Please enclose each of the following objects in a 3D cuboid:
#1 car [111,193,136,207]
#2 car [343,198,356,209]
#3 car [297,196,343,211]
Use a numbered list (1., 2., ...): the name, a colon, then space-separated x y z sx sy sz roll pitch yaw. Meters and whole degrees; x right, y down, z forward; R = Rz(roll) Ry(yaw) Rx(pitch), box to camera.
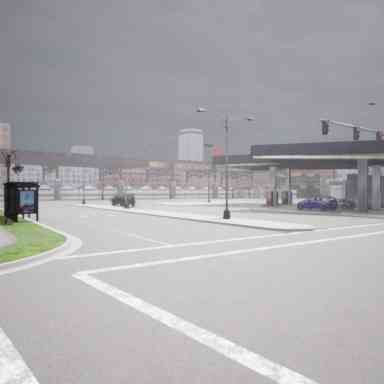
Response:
1. car: -10.616 1.221 51.210 2.150 2.045 5.566 0 0 -35
2. car: 18.626 1.455 42.267 1.970 1.475 3.806 0 0 -35
3. car: 14.352 1.294 38.353 2.242 1.667 4.611 0 0 -35
